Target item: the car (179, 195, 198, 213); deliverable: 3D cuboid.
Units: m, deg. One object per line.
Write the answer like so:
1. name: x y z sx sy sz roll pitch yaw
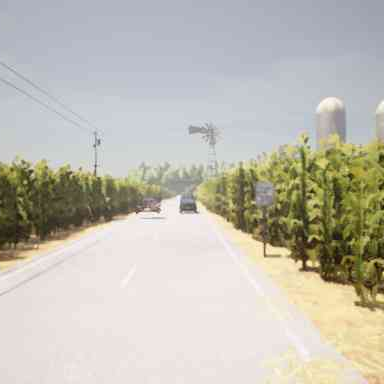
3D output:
1. car: -0.396 1.467 36.207 1.882 1.535 5.008 0 0 -1

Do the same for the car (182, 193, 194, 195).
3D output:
1. car: -0.555 1.210 47.035 2.150 2.045 5.566 0 0 -1

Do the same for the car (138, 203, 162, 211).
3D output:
1. car: -3.577 1.161 28.231 1.994 1.385 4.181 0 0 -1
